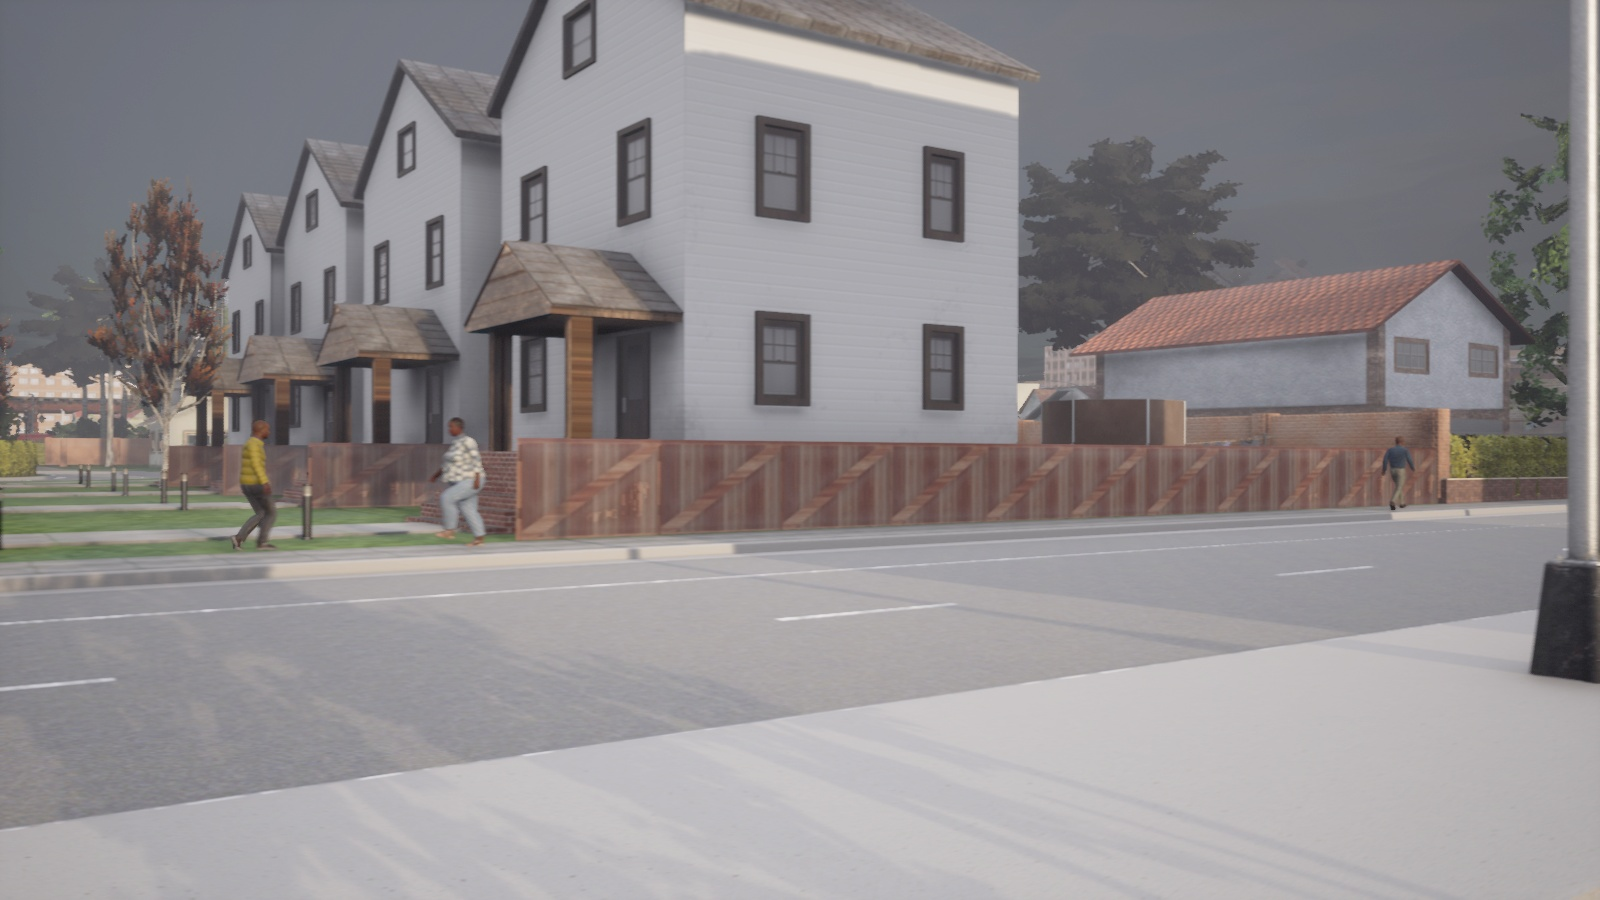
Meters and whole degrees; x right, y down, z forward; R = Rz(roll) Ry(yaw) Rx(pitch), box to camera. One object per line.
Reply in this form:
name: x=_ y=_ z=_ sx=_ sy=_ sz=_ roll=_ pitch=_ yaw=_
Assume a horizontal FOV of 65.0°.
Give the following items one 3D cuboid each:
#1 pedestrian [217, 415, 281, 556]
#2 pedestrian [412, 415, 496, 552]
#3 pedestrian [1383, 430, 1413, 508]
pedestrian: x=-7.334 y=0.458 z=16.720 sx=0.726 sy=1.835 sz=0.370 roll=0 pitch=0 yaw=-35
pedestrian: x=-4.849 y=0.452 z=17.579 sx=0.900 sy=1.855 sz=0.874 roll=0 pitch=0 yaw=-33
pedestrian: x=14.293 y=0.442 z=30.014 sx=0.726 sy=1.835 sz=0.370 roll=0 pitch=0 yaw=-41
